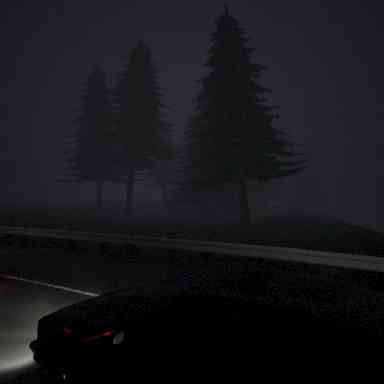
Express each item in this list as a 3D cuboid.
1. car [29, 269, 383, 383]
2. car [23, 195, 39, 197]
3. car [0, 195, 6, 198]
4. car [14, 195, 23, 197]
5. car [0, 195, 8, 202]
[{"bbox_3d":[0.684,1.547,3.241,5.357,1.411,2.033,0,0,34],"label":"car"},{"bbox_3d":[-39.270,1.538,82.719,2.033,1.411,5.357,0,0,-3],"label":"car"},{"bbox_3d":[-39.931,1.478,67.367,1.882,1.535,5.008,0,0,12],"label":"car"},{"bbox_3d":[-42.709,1.540,81.874,2.033,1.411,5.357,0,0,-3],"label":"car"},{"bbox_3d":[-46.123,1.525,78.946,2.128,1.511,4.902,0,0,1],"label":"car"}]
